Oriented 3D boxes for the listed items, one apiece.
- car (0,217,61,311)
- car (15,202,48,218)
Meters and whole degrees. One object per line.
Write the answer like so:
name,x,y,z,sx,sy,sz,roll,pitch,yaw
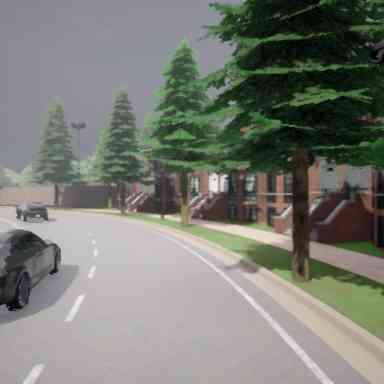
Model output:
car,-4.357,1.561,7.568,1.812,1.442,4.674,0,0,-9
car,-13.447,1.614,27.817,1.837,1.490,4.892,0,0,-37
